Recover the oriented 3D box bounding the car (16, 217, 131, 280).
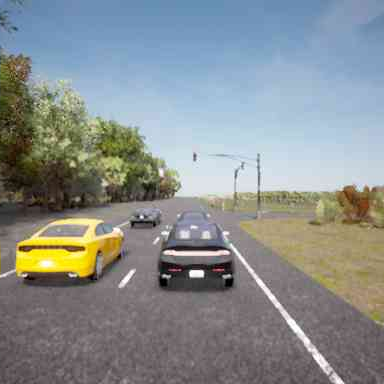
[{"bbox_3d":[-3.398,1.570,10.255,1.882,1.535,5.008,0,-1,0],"label":"car"}]

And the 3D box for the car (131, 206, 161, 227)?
[{"bbox_3d":[-3.400,1.771,25.000,2.033,1.411,5.357,0,0,0],"label":"car"}]

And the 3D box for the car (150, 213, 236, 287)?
[{"bbox_3d":[0.100,1.576,9.578,2.128,1.511,4.902,0,-1,0],"label":"car"}]

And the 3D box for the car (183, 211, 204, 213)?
[{"bbox_3d":[0.099,1.730,18.498,1.994,1.385,4.181,0,-1,0],"label":"car"}]
